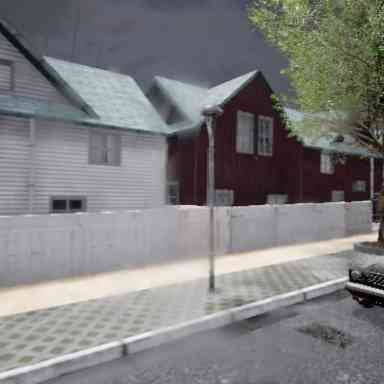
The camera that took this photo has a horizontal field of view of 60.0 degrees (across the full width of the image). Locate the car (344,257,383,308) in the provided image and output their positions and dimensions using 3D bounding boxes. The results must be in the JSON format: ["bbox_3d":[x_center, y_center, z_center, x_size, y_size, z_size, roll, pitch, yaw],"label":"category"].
[{"bbox_3d":[5.133,1.572,6.670,4.718,1.301,1.895,0,0,-35],"label":"car"}]
